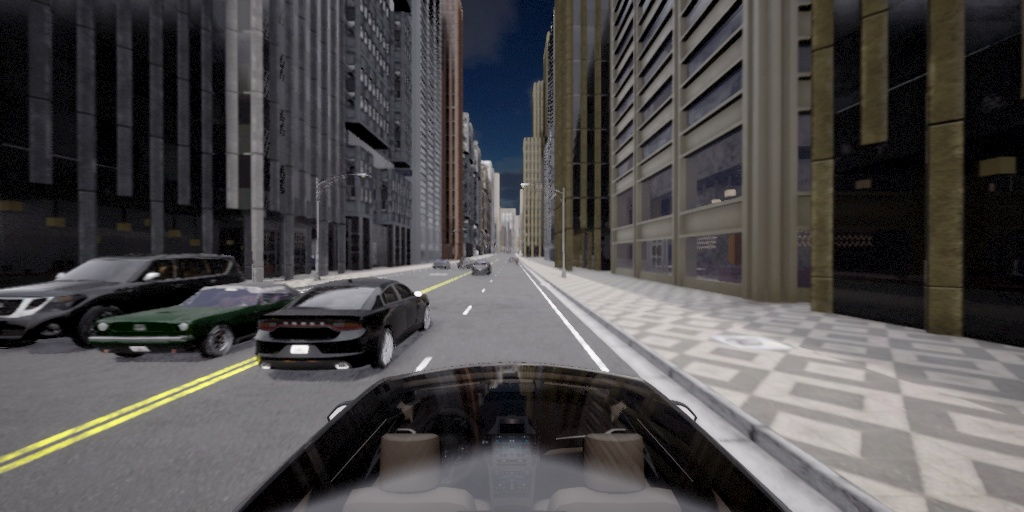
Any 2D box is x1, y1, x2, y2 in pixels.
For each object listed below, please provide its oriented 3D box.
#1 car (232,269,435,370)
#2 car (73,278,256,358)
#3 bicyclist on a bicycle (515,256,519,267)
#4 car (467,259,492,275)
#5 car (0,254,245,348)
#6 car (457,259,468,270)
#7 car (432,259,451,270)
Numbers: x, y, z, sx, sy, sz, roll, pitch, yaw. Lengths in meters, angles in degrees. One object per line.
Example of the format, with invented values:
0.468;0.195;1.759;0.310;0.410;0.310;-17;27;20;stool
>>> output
-3.149;1.219;7.795;1.882;1.535;5.008;0;0;0;car
-6.597;1.341;8.559;1.895;1.301;4.718;0;0;0;car
0.903;1.046;58.868;0.582;1.620;1.656;0;0;0;bicyclist on a bicycle
-3.143;1.156;37.989;2.128;1.511;4.902;0;0;0;car
-9.848;0.961;9.544;2.150;2.045;5.566;0;0;0;car
-6.562;1.129;50.336;1.837;1.490;4.892;0;0;0;car
-9.810;1.172;50.350;2.033;1.411;5.357;0;0;0;car
